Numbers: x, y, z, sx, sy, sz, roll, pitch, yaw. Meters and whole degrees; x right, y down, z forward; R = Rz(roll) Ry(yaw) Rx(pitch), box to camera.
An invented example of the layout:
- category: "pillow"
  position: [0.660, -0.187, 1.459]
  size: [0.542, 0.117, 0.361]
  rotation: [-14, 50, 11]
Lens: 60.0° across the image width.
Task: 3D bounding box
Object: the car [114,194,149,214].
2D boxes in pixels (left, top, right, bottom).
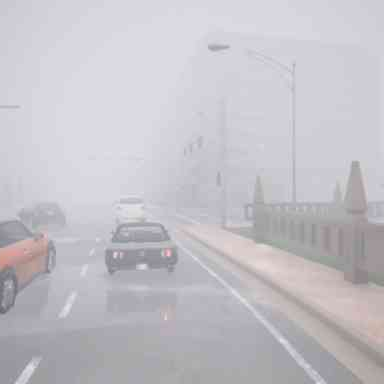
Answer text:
- category: "car"
  position: [-4.756, 1.275, 25.600]
  size: [2.150, 2.045, 5.566]
  rotation: [0, 0, -13]

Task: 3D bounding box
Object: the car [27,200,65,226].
- category: "car"
  position: [-10.444, 1.416, 22.804]
  size: [2.097, 1.767, 4.553]
  rotation: [-1, 0, -41]

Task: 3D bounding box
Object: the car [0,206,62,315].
- category: "car"
  position: [-4.655, 1.367, 7.558]
  size: [2.097, 1.767, 4.553]
  rotation: [0, 0, -9]

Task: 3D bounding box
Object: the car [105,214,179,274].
- category: "car"
  position: [-1.641, 1.605, 10.619]
  size: [1.895, 1.301, 4.718]
  rotation: [0, 0, -10]
